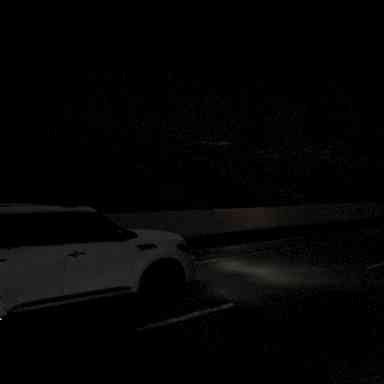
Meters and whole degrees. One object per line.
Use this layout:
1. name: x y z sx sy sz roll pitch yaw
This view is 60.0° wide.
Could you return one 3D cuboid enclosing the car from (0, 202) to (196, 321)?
1. car: -2.564 1.215 6.218 5.566 2.045 2.150 0 0 -36
